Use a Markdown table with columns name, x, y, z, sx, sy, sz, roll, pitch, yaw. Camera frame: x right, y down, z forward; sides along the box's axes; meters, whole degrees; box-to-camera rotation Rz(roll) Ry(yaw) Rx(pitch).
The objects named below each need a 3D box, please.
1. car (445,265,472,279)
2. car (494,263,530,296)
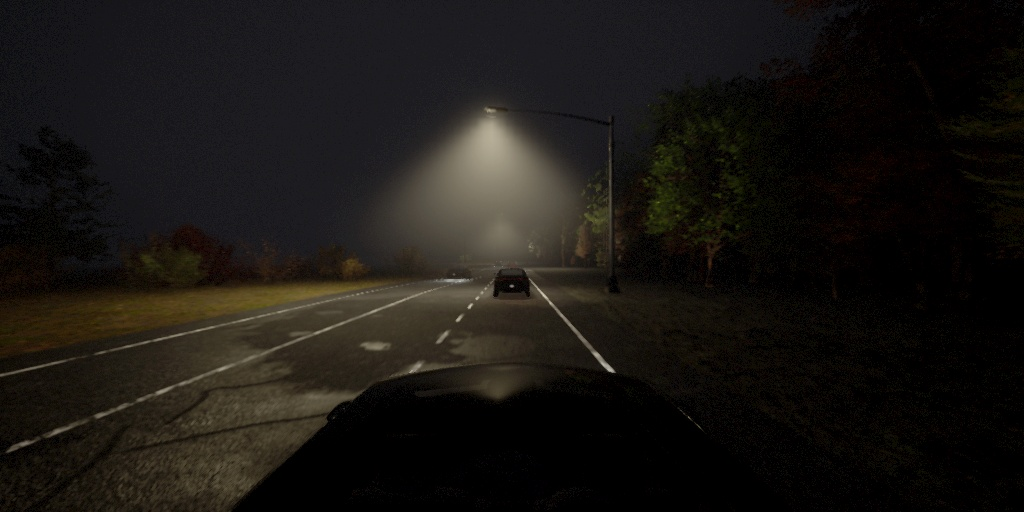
| name | x | y | z | sx | sy | sz | roll | pitch | yaw |
| --- | --- | --- | --- | --- | --- | --- | --- | --- | --- |
| car | -5.399 | 1.612 | 36.738 | 1.994 | 1.385 | 4.181 | 0 | 0 | 7 |
| car | -0.011 | 1.389 | 20.679 | 1.882 | 1.535 | 5.008 | 0 | 0 | 0 |
